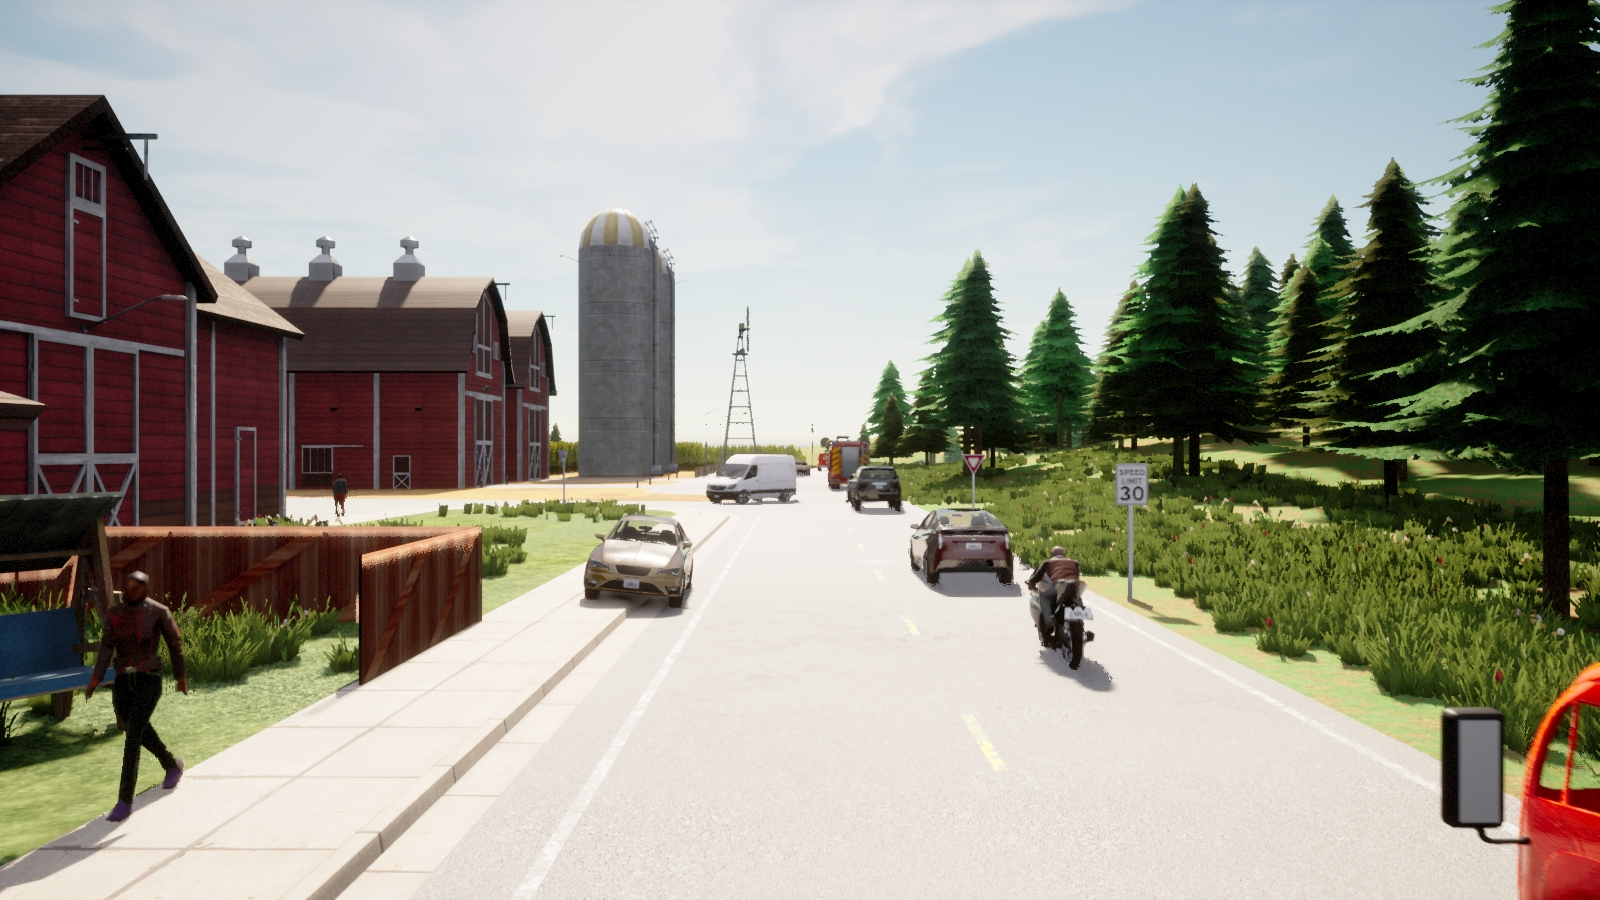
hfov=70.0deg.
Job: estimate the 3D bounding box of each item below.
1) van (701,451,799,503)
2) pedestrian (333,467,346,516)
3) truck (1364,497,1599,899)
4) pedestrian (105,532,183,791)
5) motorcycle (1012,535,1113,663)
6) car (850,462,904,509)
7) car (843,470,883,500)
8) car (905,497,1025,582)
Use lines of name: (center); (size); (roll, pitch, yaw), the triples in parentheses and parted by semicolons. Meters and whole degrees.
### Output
van: (-2.566, 1.378, 60.418); (1.988, 2.561, 5.915); (1, 0, 35)
pedestrian: (-17.948, 1.613, 44.504); (0.375, 1.860, 0.375); (0, 0, -42)
truck: (3.532, 1.432, 1.873); (2.627, 2.467, 5.204); (0, 0, 0)
pedestrian: (-4.878, 1.555, 8.512); (0.375, 1.860, 0.375); (0, 0, -3)
motorcycle: (3.519, 1.961, 15.522); (0.867, 1.460, 2.209); (0, 0, 0)
car: (3.556, 1.627, 54.046); (2.150, 2.045, 5.566); (0, 0, 0)
car: (3.537, 1.908, 63.658); (2.128, 1.511, 4.902); (0, 0, 3)
car: (3.525, 1.900, 25.274); (2.007, 1.525, 4.514); (0, 0, 0)
